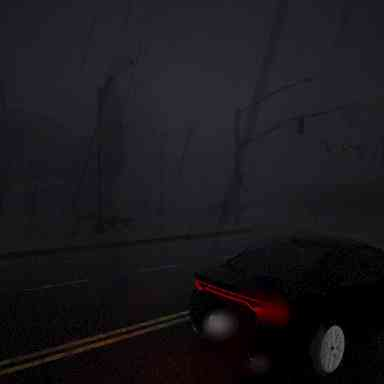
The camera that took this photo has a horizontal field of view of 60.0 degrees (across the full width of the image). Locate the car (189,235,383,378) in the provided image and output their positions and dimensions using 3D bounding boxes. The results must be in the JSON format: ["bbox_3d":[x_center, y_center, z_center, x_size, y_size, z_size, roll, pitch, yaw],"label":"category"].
[{"bbox_3d":[2.278,1.478,5.631,5.008,1.535,1.882,0,0,-37],"label":"car"}]

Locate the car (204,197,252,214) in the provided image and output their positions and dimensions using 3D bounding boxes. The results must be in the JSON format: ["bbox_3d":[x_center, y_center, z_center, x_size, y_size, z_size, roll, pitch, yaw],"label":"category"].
[{"bbox_3d":[3.972,1.547,35.918,2.033,1.411,5.357,0,0,-35],"label":"car"}]

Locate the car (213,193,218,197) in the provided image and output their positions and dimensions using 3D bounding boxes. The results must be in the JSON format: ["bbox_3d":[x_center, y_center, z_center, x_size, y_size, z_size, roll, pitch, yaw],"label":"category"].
[{"bbox_3d":[6.079,1.155,71.110,3.866,1.878,1.905,0,0,-37],"label":"car"}]

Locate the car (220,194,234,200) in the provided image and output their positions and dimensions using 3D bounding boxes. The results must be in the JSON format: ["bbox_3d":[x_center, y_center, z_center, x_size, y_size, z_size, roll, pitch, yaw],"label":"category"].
[{"bbox_3d":[10.024,1.394,95.078,3.806,1.475,1.970,0,0,-37],"label":"car"}]

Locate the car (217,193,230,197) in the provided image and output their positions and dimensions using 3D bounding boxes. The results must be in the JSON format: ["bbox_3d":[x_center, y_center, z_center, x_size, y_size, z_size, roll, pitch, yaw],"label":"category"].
[{"bbox_3d":[7.793,1.395,68.776,3.806,1.475,1.970,0,0,-37],"label":"car"}]

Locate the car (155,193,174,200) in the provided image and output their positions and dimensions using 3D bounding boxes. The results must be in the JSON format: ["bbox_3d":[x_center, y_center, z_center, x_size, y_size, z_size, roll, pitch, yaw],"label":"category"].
[{"bbox_3d":[-7.303,1.152,89.220,4.605,1.855,1.932,0,0,-37],"label":"car"}]

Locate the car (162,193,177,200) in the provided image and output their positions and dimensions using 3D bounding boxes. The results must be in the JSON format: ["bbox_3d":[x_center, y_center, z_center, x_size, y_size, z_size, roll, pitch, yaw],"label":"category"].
[{"bbox_3d":[-5.625,1.155,86.861,3.866,1.878,1.905,0,0,-37],"label":"car"}]

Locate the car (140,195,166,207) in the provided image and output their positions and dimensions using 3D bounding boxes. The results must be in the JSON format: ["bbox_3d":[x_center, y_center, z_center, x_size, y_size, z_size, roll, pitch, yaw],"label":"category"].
[{"bbox_3d":[-6.225,1.563,50.481,1.994,1.385,4.181,0,0,-35],"label":"car"}]
